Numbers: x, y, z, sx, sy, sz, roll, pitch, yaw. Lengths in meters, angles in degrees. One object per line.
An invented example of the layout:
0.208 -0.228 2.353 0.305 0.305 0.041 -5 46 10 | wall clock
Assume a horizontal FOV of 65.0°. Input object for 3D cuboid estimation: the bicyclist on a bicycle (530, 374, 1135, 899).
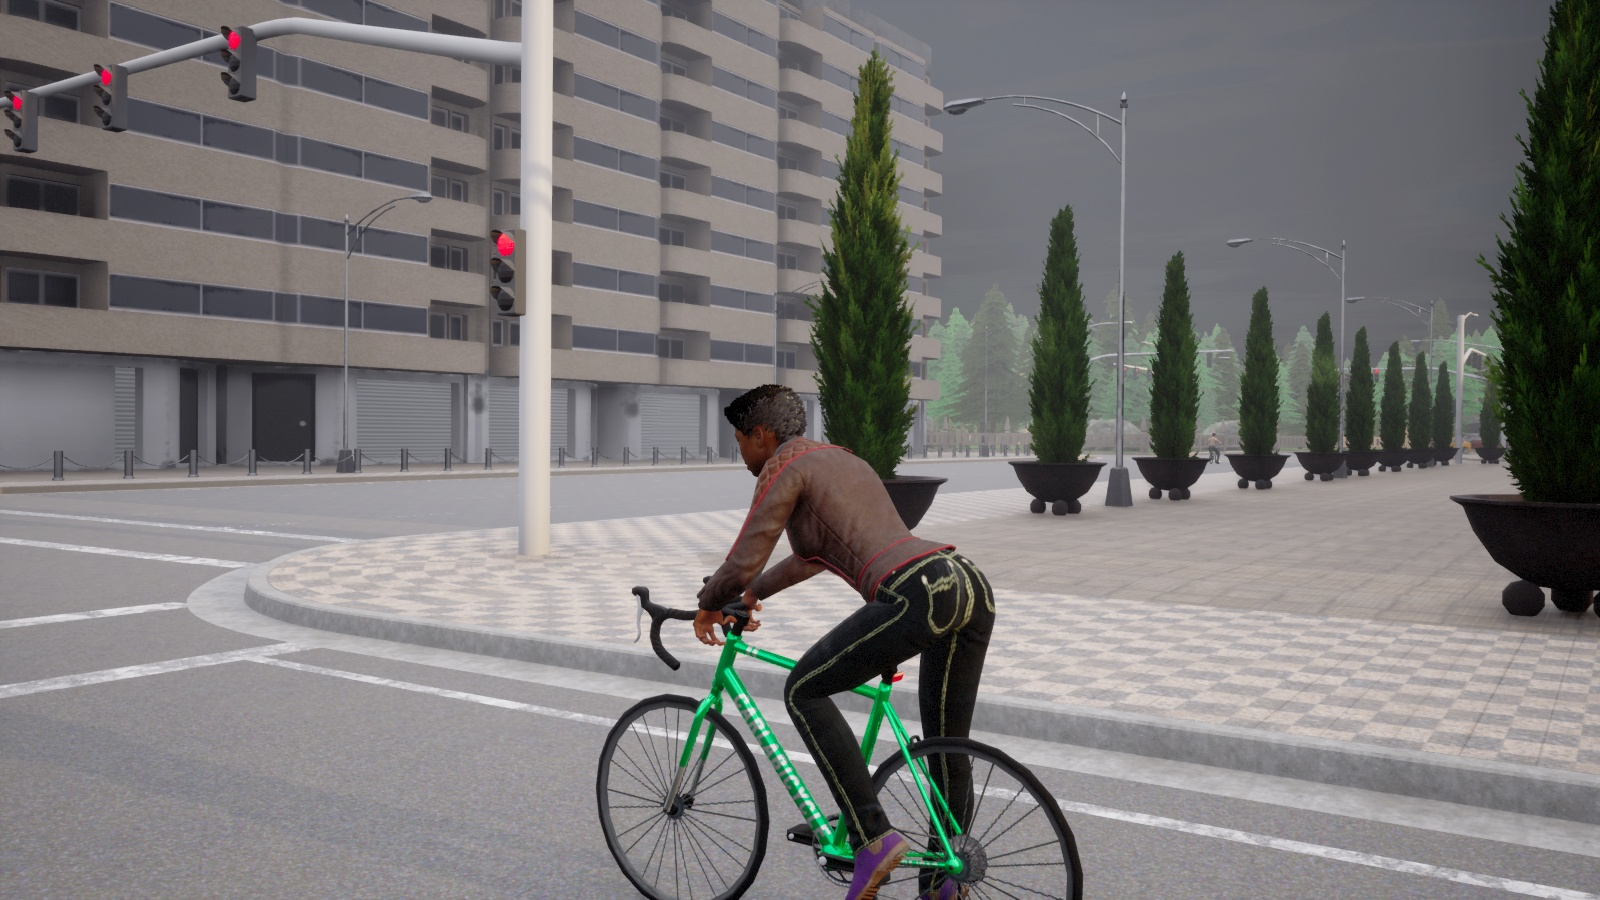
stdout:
0.045 0.635 3.593 1.656 1.620 0.582 0 1 34 | bicyclist on a bicycle
